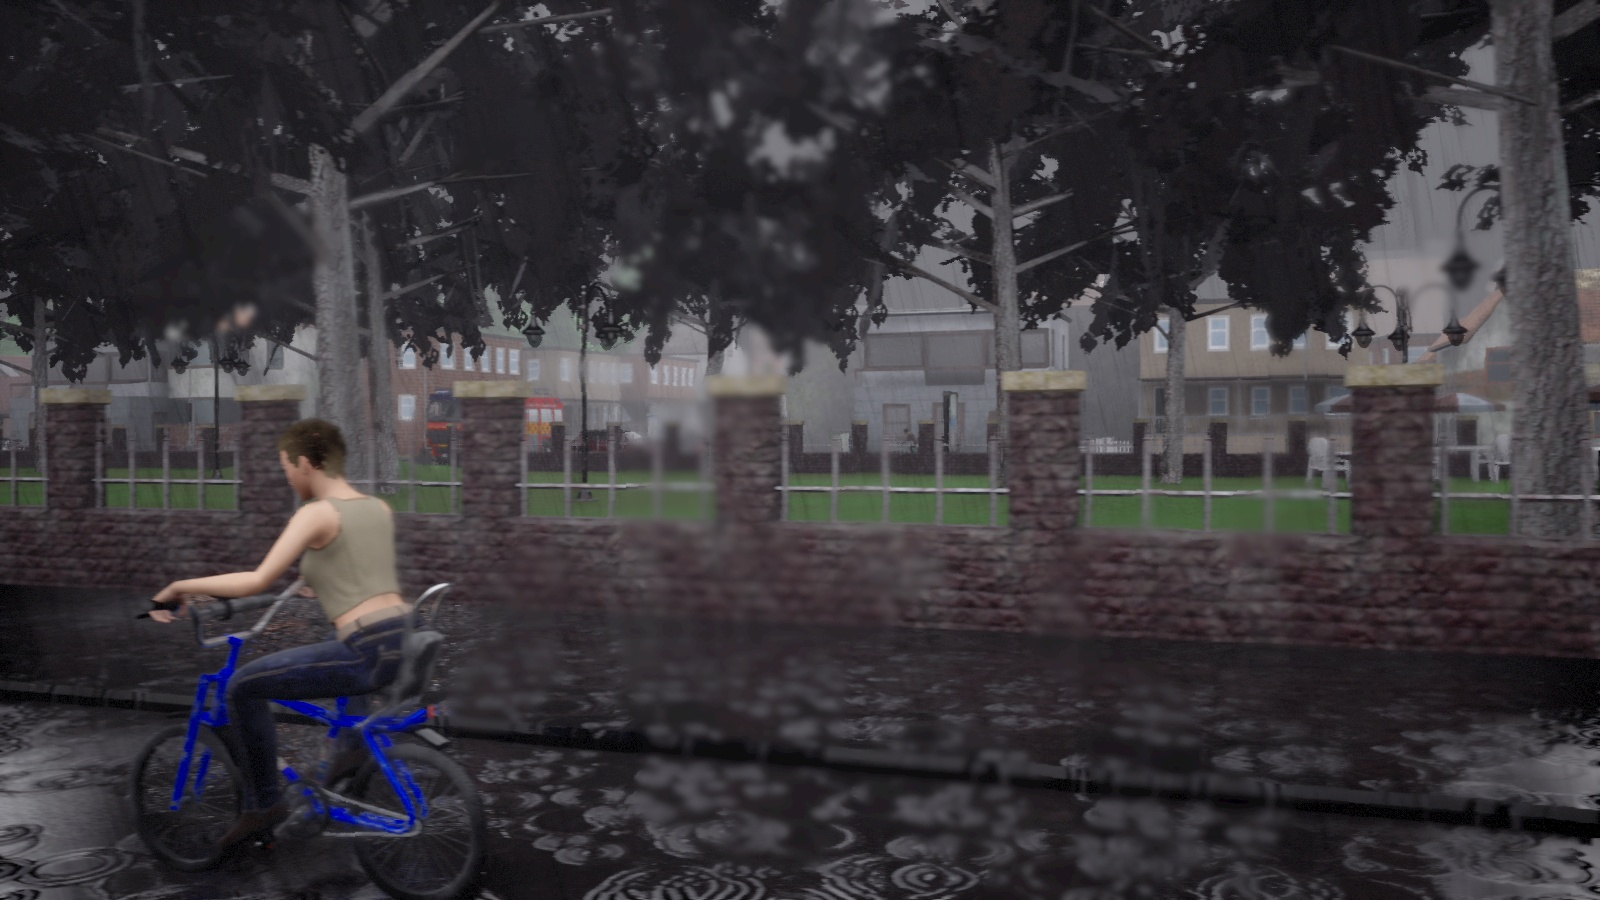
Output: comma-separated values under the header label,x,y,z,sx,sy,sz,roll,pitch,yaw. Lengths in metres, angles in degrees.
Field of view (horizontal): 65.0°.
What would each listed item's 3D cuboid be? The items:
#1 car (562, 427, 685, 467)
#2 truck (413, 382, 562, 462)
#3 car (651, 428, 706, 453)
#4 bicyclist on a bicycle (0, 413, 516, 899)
label,x,y,z,sx,sy,sz,roll,pitch,yaw
car,-7.584,-0.137,54.041,4.856,1.649,2.033,1,1,22
truck,-15.772,-1.426,64.205,2.891,3.827,8.468,1,1,23
car,-8.380,-0.669,87.065,2.033,1.649,4.856,1,1,19
bicyclist on a bicycle,-1.875,0.686,4.345,1.509,1.612,0.866,1,1,19
